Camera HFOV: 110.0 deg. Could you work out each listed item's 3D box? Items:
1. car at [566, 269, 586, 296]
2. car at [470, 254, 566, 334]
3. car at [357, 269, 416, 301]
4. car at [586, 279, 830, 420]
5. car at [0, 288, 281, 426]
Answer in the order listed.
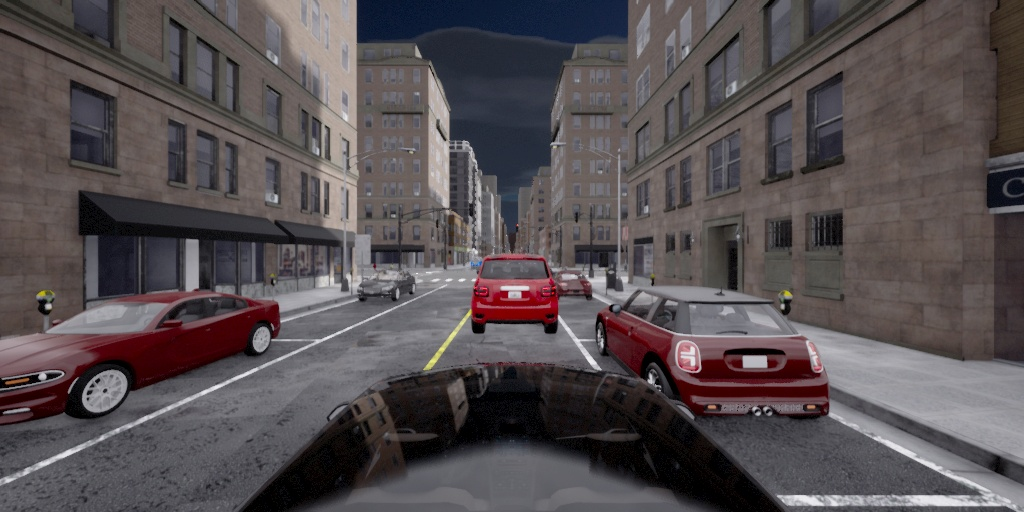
[{"bbox_3d":[2.696,1.330,17.071,1.802,1.307,4.207,0,0,0],"label":"car"},{"bbox_3d":[0.074,0.970,10.749,2.150,2.045,5.566,0,0,0],"label":"car"},{"bbox_3d":[-5.830,1.298,17.081,2.007,1.370,4.403,0,0,0],"label":"car"},{"bbox_3d":[2.675,1.189,5.882,1.967,1.591,4.097,0,0,0],"label":"car"},{"bbox_3d":[-5.850,1.294,5.889,1.888,1.381,4.507,0,0,0],"label":"car"}]
